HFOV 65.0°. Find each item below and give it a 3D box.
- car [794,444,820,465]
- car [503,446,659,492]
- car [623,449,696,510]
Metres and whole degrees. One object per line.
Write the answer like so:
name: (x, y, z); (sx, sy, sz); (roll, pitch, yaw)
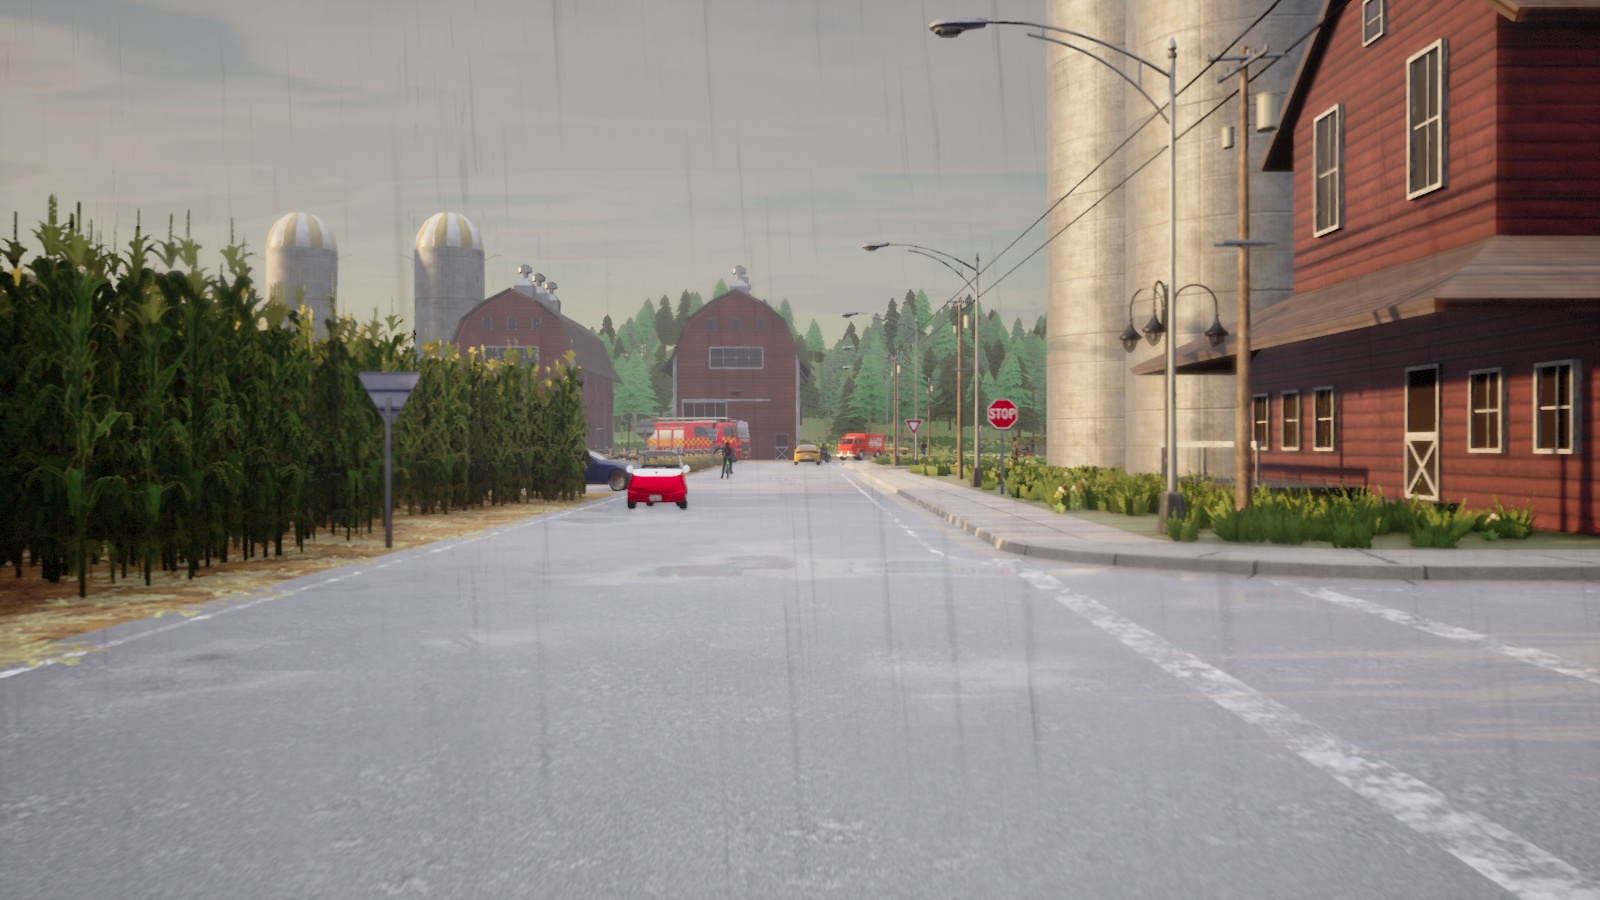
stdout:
car: (0.536, 0.340, 93.774); (1.882, 1.535, 5.008); (0, 0, 0)
car: (-7.128, 0.598, 41.088); (4.674, 1.442, 1.812); (0, 0, 8)
car: (-3.314, 0.676, 29.854); (1.481, 1.376, 2.207); (0, 0, 0)
